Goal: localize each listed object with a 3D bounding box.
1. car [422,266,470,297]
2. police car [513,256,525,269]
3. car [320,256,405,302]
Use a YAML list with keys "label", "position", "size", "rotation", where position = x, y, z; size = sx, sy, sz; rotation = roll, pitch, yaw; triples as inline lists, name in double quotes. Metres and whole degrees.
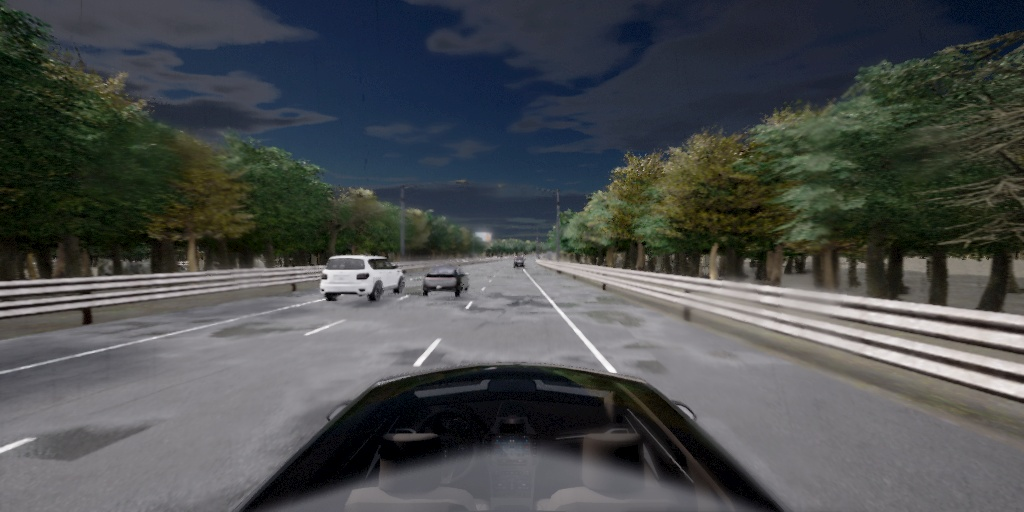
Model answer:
- label: "car"
  position: [-3.412, 1.271, 19.165]
  size: [2.128, 1.511, 4.902]
  rotation: [0, 0, 0]
- label: "police car"
  position: [1.224, 1.280, 60.648]
  size: [1.930, 1.638, 5.238]
  rotation: [0, 0, 1]
- label: "car"
  position: [-6.910, 0.998, 17.186]
  size: [2.150, 2.045, 5.566]
  rotation: [0, 0, 0]
